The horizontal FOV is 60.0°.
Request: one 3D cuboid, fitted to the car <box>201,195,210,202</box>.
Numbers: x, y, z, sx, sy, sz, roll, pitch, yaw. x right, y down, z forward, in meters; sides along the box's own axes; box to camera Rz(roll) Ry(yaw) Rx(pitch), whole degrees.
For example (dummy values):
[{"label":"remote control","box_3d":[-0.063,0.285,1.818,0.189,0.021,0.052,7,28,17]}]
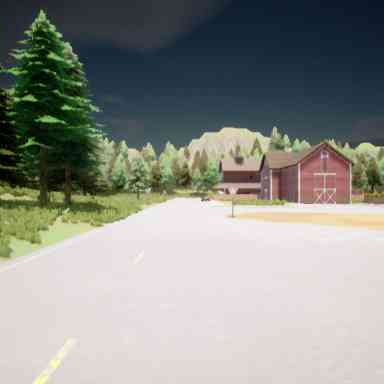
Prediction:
[{"label":"car","box_3d":[2.972,1.413,73.498,1.816,1.474,4.193,-6,0,-2]}]
